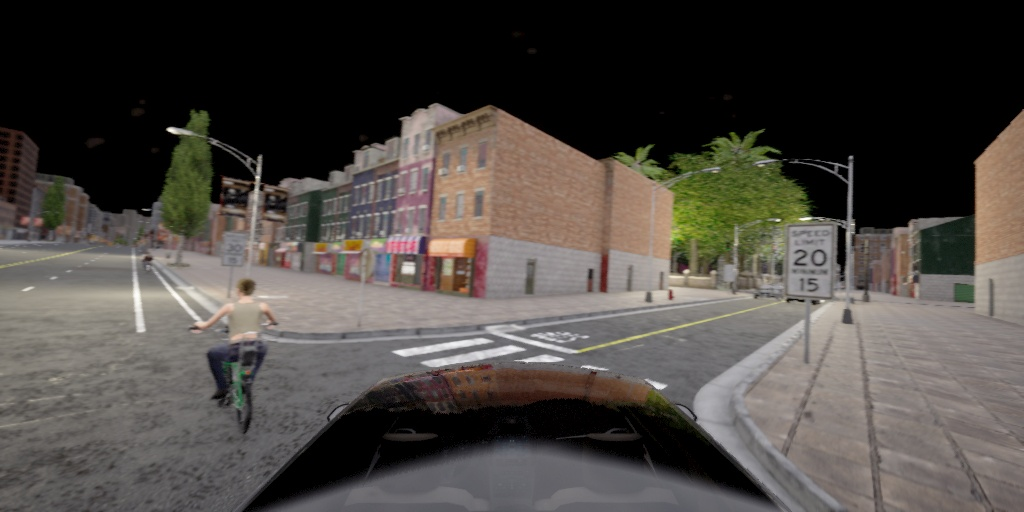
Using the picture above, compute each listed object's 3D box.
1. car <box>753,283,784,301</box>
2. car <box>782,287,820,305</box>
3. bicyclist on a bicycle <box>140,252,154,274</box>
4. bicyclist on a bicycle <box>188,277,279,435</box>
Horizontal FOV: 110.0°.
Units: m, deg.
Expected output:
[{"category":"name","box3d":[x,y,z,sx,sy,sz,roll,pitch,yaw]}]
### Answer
[{"category":"car","box3d":[24.820,3.485,34.593,1.994,1.385,4.181,1,-2,44]},{"category":"car","box3d":[24.854,3.370,30.627,1.994,1.385,4.181,1,-2,45]},{"category":"bicyclist on a bicycle","box3d":[-28.188,0.546,27.791,1.843,1.776,0.659,2,-3,44]},{"category":"bicyclist on a bicycle","box3d":[-3.131,1.045,4.114,1.509,1.612,0.866,1,-3,44]}]
